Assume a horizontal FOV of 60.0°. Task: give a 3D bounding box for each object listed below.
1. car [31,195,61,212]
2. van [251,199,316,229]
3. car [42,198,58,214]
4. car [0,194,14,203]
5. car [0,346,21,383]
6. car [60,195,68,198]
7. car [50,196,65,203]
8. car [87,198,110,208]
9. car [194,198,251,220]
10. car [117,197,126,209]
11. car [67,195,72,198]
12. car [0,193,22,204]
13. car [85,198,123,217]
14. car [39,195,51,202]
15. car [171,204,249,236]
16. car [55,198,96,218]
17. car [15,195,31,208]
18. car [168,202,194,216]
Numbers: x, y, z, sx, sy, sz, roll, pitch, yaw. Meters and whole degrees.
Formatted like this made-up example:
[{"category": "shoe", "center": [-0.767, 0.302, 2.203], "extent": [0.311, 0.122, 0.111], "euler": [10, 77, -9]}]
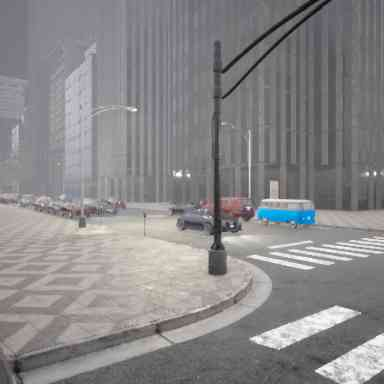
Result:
[{"category": "car", "center": [-17.448, 1.461, 39.687], "extent": [1.967, 1.590, 4.097], "euler": [0, 0, -36]}, {"category": "van", "center": [6.100, 1.378, 21.942], "extent": [1.690, 1.788, 3.998], "euler": [0, 0, -36]}, {"category": "car", "center": [-14.117, 1.606, 35.135], "extent": [1.802, 1.307, 4.206], "euler": [0, 0, -36]}, {"category": "car", "center": [-37.428, 1.286, 66.995], "extent": [2.192, 1.841, 5.009], "euler": [0, 0, -36]}, {"category": "car", "center": [-3.354, 1.547, 0.933], "extent": [5.357, 1.411, 2.033], "euler": [0, 0, -34]}, {"category": "car", "center": [-19.413, 1.576, 46.890], "extent": [1.837, 1.490, 4.892], "euler": [0, 0, -36]}, {"category": "car", "center": [-27.305, 1.511, 67.599], "extent": [1.752, 1.417, 4.829], "euler": [0, 0, -36]}, {"category": "car", "center": [-13.884, 1.601, 49.254], "extent": [1.802, 1.307, 4.206], "euler": [0, 0, -36]}, {"category": "car", "center": [2.769, 1.351, 26.495], "extent": [2.192, 1.841, 5.009], "euler": [0, 0, -36]}, {"category": "car", "center": [-10.552, 1.463, 44.701], "extent": [1.967, 1.590, 4.097], "euler": [0, 0, -36]}, {"category": "car", "center": [-20.436, 1.576, 53.368], "extent": [1.994, 1.385, 4.181], "euler": [0, 0, -36]}, {"category": "car", "center": [-34.097, 1.299, 62.443], "extent": [2.192, 1.841, 5.009], "euler": [0, 0, -36]}, {"category": "car", "center": [-8.788, 1.532, 32.208], "extent": [1.837, 1.490, 4.892], "euler": [0, 0, -36]}, {"category": "car", "center": [-33.981, 1.482, 76.733], "extent": [1.752, 1.417, 4.829], "euler": [0, 0, -35]}, {"category": "car", "center": [0.903, 1.599, 18.956], "extent": [1.994, 1.385, 4.181], "euler": [0, 0, -36]}, {"category": "car", "center": [-10.787, 1.572, 30.584], "extent": [1.887, 1.381, 4.507], "euler": [0, 0, -36]}, {"category": "car", "center": [-24.108, 1.563, 48.789], "extent": [2.008, 1.369, 4.403], "euler": [0, 0, -36]}, {"category": "car", "center": [-0.562, 1.599, 31.047], "extent": [1.947, 1.339, 4.313], "euler": [0, 0, -36]}]
